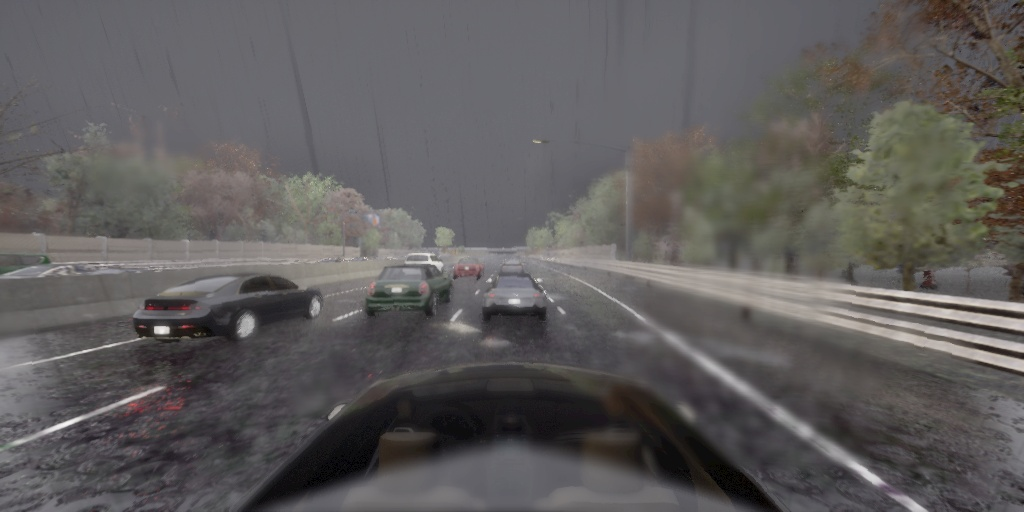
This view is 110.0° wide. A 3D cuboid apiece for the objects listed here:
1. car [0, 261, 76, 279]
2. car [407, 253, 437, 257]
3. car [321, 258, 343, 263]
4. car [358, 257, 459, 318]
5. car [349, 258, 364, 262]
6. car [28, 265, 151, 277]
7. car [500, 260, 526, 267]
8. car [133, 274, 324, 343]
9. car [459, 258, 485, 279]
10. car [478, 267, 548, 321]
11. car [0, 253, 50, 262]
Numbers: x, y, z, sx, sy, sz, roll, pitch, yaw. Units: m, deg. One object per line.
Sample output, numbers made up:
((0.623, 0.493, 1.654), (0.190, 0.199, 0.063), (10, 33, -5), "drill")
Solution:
((-21.103, 1.150, 16.375), (2.128, 1.511, 4.902), (0, 0, 0), "car")
((-6.907, 0.810, 28.510), (2.150, 2.045, 5.566), (0, 0, 0), "car")
((-28.045, 1.008, 56.063), (1.994, 1.385, 4.181), (0, 0, 1), "car")
((-3.403, 1.032, 12.802), (2.097, 1.767, 4.553), (0, 0, 0), "car")
((-24.546, 1.001, 57.483), (1.994, 1.385, 4.181), (0, 0, 1), "car")
((-17.602, 1.225, 15.942), (1.994, 1.385, 4.181), (0, 0, 0), "car")
((0.094, 1.075, 29.438), (2.128, 1.511, 4.902), (0, 0, 0), "car")
((-6.903, 1.205, 9.495), (1.837, 1.490, 4.892), (0, 0, 0), "car")
((-3.407, 0.937, 29.183), (2.097, 1.767, 4.553), (0, 0, 0), "car")
((0.097, 1.248, 12.206), (1.994, 1.385, 4.181), (0, 0, 0), "car")
((-24.603, 0.880, 16.222), (2.150, 2.045, 5.566), (0, 0, 0), "car")
